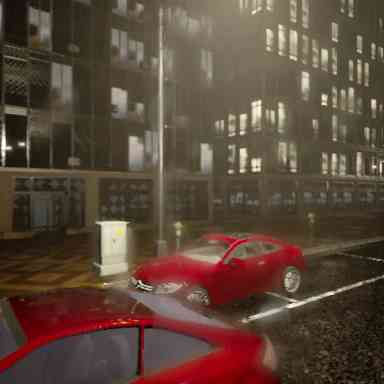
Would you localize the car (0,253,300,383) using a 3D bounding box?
[{"bbox_3d":[-1.227,1.562,2.503,4.181,1.385,1.994,0,0,-35],"label":"car"}]

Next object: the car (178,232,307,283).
[{"bbox_3d":[0.730,1.557,7.076,4.206,1.307,1.802,0,0,-35],"label":"car"}]
